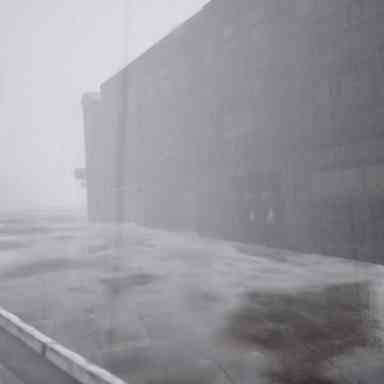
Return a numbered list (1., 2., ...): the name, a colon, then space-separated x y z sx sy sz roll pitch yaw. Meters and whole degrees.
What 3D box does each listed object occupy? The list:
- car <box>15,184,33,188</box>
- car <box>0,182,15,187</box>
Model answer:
1. car: -42.979 -1.227 83.286 2.163 1.488 4.792 -5 -3 17
2. car: -44.722 -1.564 77.838 2.185 1.767 4.553 -5 -3 19
